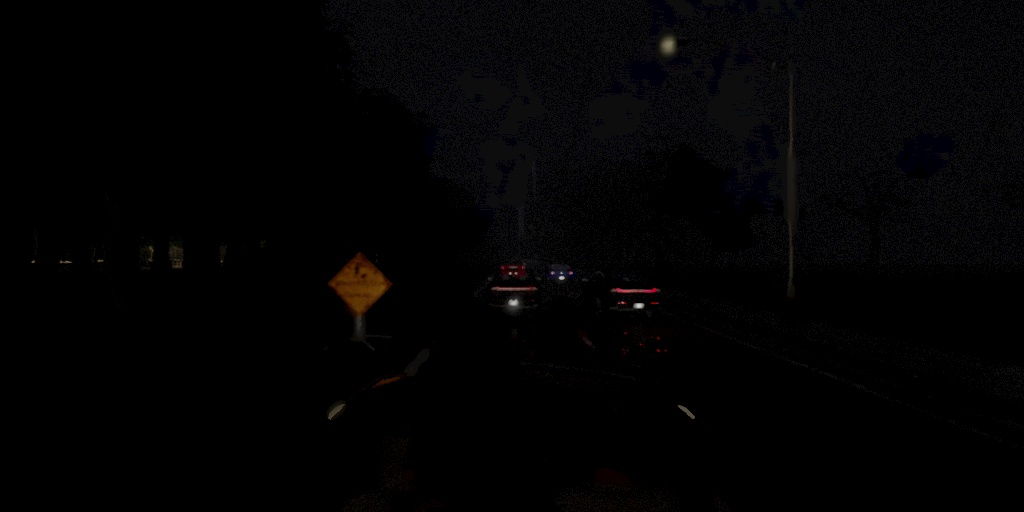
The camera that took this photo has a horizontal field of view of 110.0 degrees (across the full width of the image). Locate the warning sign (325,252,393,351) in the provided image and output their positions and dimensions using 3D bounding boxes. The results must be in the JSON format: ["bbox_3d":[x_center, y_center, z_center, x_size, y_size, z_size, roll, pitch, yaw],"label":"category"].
[{"bbox_3d":[-3.050,0.843,7.241,1.300,1.860,1.060,0,0,0],"label":"warning sign"}]

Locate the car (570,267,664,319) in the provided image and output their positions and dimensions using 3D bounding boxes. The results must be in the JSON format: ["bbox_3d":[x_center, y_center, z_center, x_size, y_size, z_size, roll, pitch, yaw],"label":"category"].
[{"bbox_3d":[3.582,1.195,12.519,2.128,1.511,4.902,0,0,0],"label":"car"}]

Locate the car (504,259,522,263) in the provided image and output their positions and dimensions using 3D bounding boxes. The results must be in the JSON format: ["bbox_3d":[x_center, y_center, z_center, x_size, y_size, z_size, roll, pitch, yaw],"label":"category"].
[{"bbox_3d":[0.086,0.988,29.627,2.097,1.767,4.553,0,0,0],"label":"car"}]

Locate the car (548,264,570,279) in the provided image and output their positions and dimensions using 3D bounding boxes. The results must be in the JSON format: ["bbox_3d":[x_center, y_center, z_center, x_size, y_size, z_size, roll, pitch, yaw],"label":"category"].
[{"bbox_3d":[3.582,1.245,27.683,1.895,1.301,4.718,0,0,0],"label":"car"}]

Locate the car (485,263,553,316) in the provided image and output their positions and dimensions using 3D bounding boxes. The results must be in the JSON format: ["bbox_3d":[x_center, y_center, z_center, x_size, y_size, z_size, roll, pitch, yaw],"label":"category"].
[{"bbox_3d":[0.083,1.194,13.160,2.128,1.511,4.902,0,0,0],"label":"car"}]
